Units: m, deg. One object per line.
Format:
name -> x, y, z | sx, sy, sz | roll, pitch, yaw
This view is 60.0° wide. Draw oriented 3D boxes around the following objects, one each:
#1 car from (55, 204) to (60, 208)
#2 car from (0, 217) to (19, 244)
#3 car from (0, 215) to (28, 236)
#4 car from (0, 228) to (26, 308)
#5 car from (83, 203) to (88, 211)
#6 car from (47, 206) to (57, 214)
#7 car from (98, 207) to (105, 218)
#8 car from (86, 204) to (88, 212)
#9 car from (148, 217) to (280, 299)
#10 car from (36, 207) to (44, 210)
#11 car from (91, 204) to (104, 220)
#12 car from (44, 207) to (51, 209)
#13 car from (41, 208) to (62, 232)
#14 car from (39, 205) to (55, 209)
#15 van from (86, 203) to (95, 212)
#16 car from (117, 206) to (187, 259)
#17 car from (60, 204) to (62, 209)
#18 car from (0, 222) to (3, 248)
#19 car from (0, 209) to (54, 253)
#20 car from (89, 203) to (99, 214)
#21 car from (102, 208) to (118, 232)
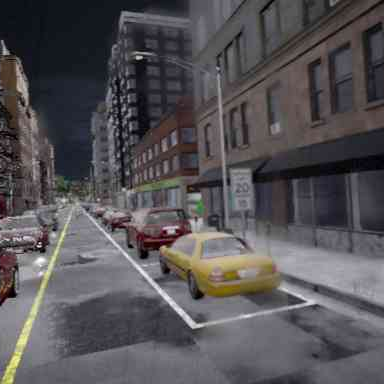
car -> -29.733, 3.697, 70.038 | 2.192, 1.841, 5.009 | -3, -1, -19
car -> -12.810, 2.503, 21.830 | 1.887, 1.381, 4.507 | -3, -1, -19
car -> -14.687, 2.699, 27.186 | 1.802, 1.307, 4.206 | -3, -1, -19
car -> -4.762, 1.827, 6.542 | 1.882, 1.535, 5.008 | -3, 0, -19
car -> -20.285, 3.113, 67.345 | 2.192, 1.841, 5.009 | -3, -1, -19
car -> -31.543, 4.059, 75.231 | 1.752, 1.417, 4.829 | -3, -1, -19
car -> -7.122, 2.273, 29.844 | 1.802, 1.307, 4.206 | -3, -1, -19
car -> -16.515, 3.034, 56.630 | 2.008, 1.369, 4.403 | -3, -1, -19
car -> 0.331, 1.584, 8.577 | 1.752, 1.417, 4.829 | -3, -1, -19
car -> -18.453, 2.874, 37.900 | 1.967, 1.590, 4.097 | -3, -1, -19
car -> -10.881, 2.553, 40.559 | 1.887, 1.381, 4.507 | -3, -1, -19
car -> -22.203, 3.317, 48.611 | 1.947, 1.339, 4.313 | -3, -1, -19
car -> -12.018, 2.449, 27.273 | 2.128, 1.511, 4.902 | -3, 0, -19
car -> -24.096, 3.224, 53.969 | 2.192, 1.841, 5.009 | -3, -1, -19
van -> -22.162, 3.297, 72.702 | 1.690, 1.788, 3.998 | -3, -1, -19
car -> -1.503, 1.529, 13.776 | 2.192, 1.841, 5.009 | -3, -1, -19
car -> -33.491, 4.011, 80.750 | 2.192, 1.841, 5.009 | -3, -1, -19
car -> -10.930, 2.365, 16.474 | 1.947, 1.339, 4.313 | -3, -1, -19
car -> -8.171, 1.984, 16.243 | 2.097, 1.767, 4.553 | -3, -1, -20
car -> -12.765, 2.607, 45.917 | 1.967, 1.590, 4.097 | -3, -1, -19
car -> -5.246, 2.077, 24.487 | 1.887, 1.381, 4.507 | -3, -1, -19
